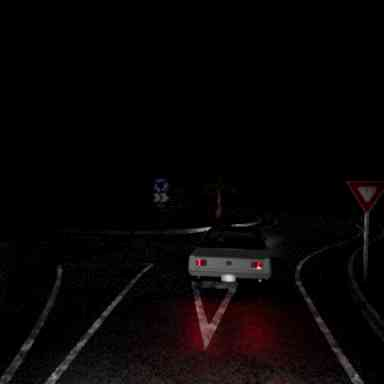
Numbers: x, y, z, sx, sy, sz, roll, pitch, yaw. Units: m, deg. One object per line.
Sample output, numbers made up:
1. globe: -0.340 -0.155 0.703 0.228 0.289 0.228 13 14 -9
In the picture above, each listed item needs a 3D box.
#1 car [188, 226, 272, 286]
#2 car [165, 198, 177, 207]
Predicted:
1. car: 1.238 1.635 9.563 1.895 1.301 4.718 0 0 11
2. car: -3.171 1.568 50.445 2.033 1.411 5.357 0 0 -6
